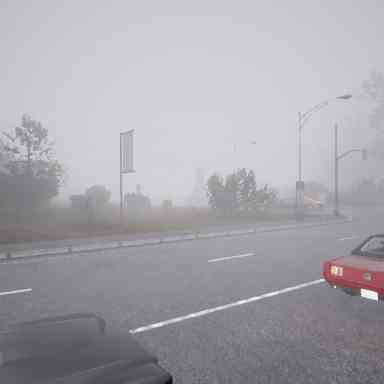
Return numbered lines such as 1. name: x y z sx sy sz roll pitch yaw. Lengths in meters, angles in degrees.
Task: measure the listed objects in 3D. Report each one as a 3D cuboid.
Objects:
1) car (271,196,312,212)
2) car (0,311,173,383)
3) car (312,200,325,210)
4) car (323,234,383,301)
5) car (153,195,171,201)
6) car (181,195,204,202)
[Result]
1. car: 10.134 1.408 36.087 1.895 1.301 4.718 -1 0 -39
2. car: -2.399 1.601 2.024 4.718 1.301 1.895 0 0 -36
3. car: 12.758 1.256 38.410 1.882 1.535 5.008 -1 0 -39
4. car: 5.048 1.572 7.363 4.718 1.301 1.895 0 0 -36
5. car: -6.724 1.335 73.988 1.895 1.301 4.718 -1 0 -38
6. car: 0.009 1.282 65.721 2.033 1.411 5.357 -1 0 -38
